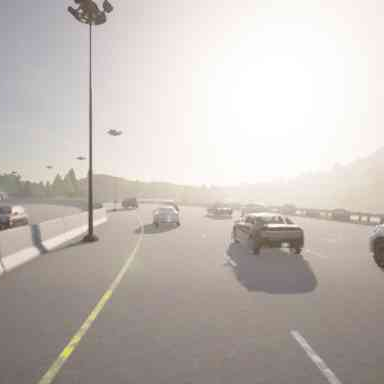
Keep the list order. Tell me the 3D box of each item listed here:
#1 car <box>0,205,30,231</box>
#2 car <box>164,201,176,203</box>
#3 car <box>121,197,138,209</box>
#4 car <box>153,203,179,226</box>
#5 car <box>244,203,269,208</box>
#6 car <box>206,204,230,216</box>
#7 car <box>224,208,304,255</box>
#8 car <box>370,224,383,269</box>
[{"bbox_3d":[-12.265,1.652,21.592,2.097,1.767,4.553,0,-1,-8],"label":"car"},{"bbox_3d":[-3.263,2.041,47.241,1.837,1.490,4.892,1,-1,-17],"label":"car"},{"bbox_3d":[-11.145,1.928,59.514,2.150,2.045,5.566,0,-1,-22],"label":"car"},{"bbox_3d":[-2.087,1.825,26.240,1.812,1.442,4.674,0,-1,-9],"label":"car"},{"bbox_3d":[6.812,1.882,35.637,1.812,1.442,4.674,0,-1,-12],"label":"car"},{"bbox_3d":[3.027,1.998,37.543,1.895,1.301,4.718,0,-1,-13],"label":"car"},{"bbox_3d":[2.995,1.631,13.953,2.128,1.511,4.902,0,-1,-5],"label":"car"},{"bbox_3d":[6.911,1.281,8.392,2.150,2.045,5.566,0,0,-3],"label":"car"}]
